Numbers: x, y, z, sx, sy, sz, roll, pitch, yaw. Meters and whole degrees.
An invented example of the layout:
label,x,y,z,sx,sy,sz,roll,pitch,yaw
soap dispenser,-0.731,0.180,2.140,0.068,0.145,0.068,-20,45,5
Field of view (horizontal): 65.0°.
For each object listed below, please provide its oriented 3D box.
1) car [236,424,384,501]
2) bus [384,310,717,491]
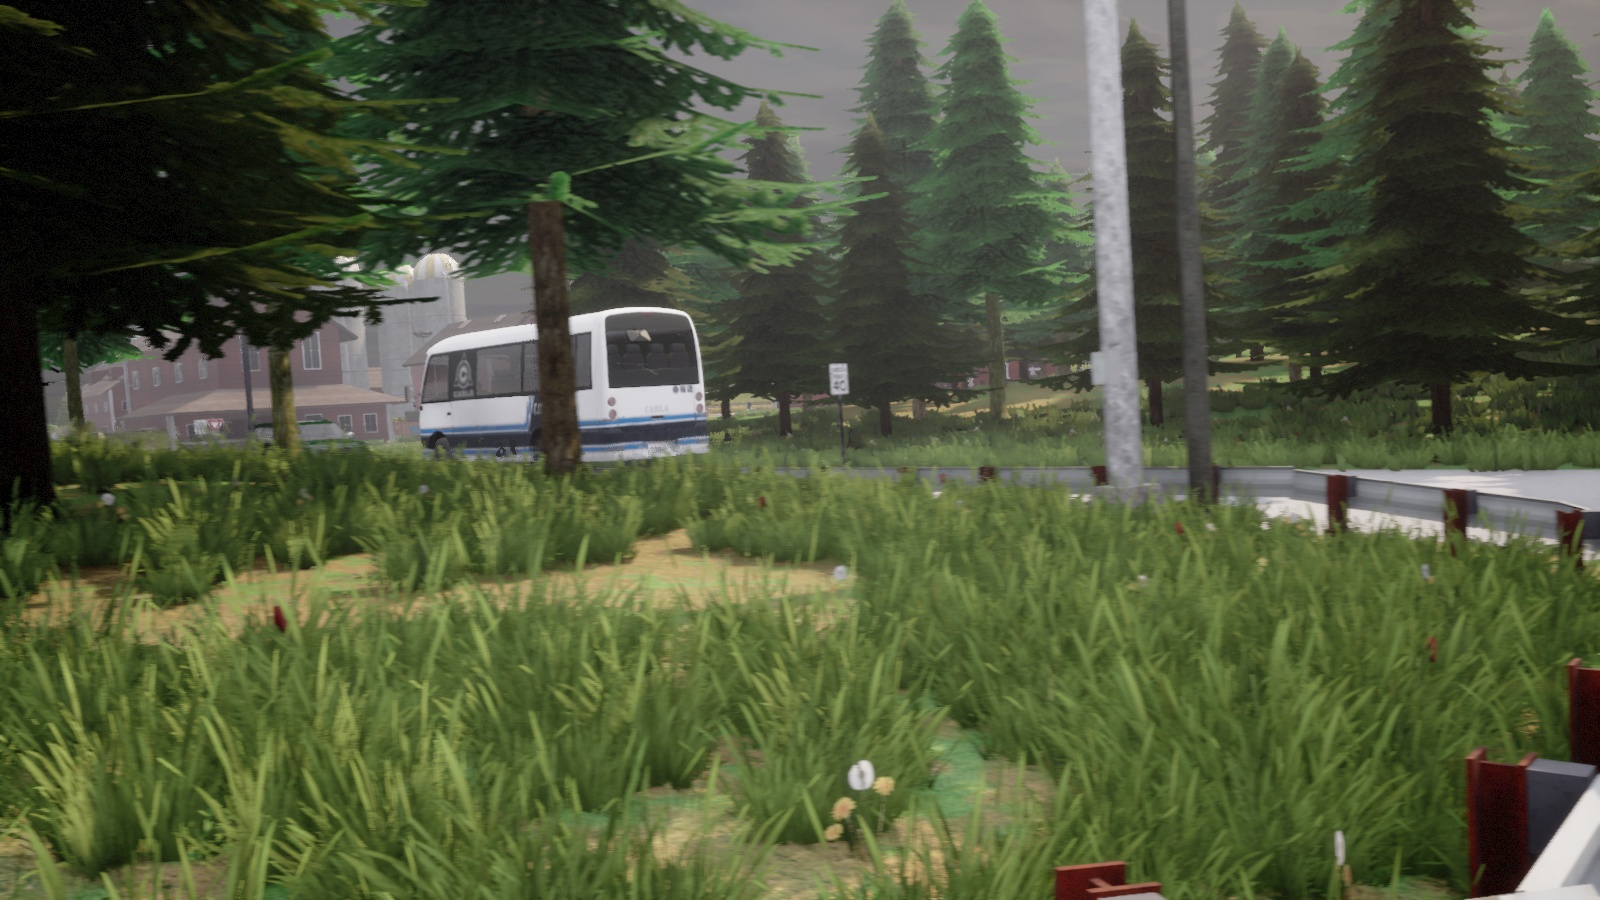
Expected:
label,x,y,z,sx,sy,sz,roll,pitch,yaw
car,-15.102,0.420,38.485,2.150,2.045,5.566,-7,3,-43
bus,-7.270,-1.200,35.030,3.944,4.253,10.273,-7,3,-43
